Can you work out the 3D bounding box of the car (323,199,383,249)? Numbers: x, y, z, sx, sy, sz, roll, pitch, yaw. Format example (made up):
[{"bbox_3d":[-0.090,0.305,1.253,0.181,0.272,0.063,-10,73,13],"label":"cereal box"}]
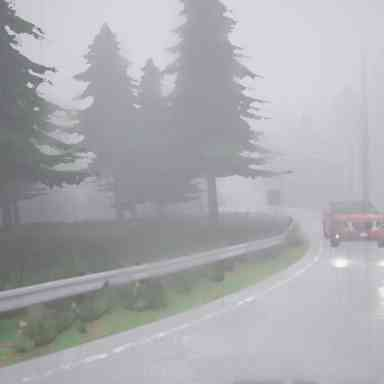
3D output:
[{"bbox_3d":[7.413,1.350,15.509,2.150,2.045,5.566,-3,-2,17],"label":"car"}]
